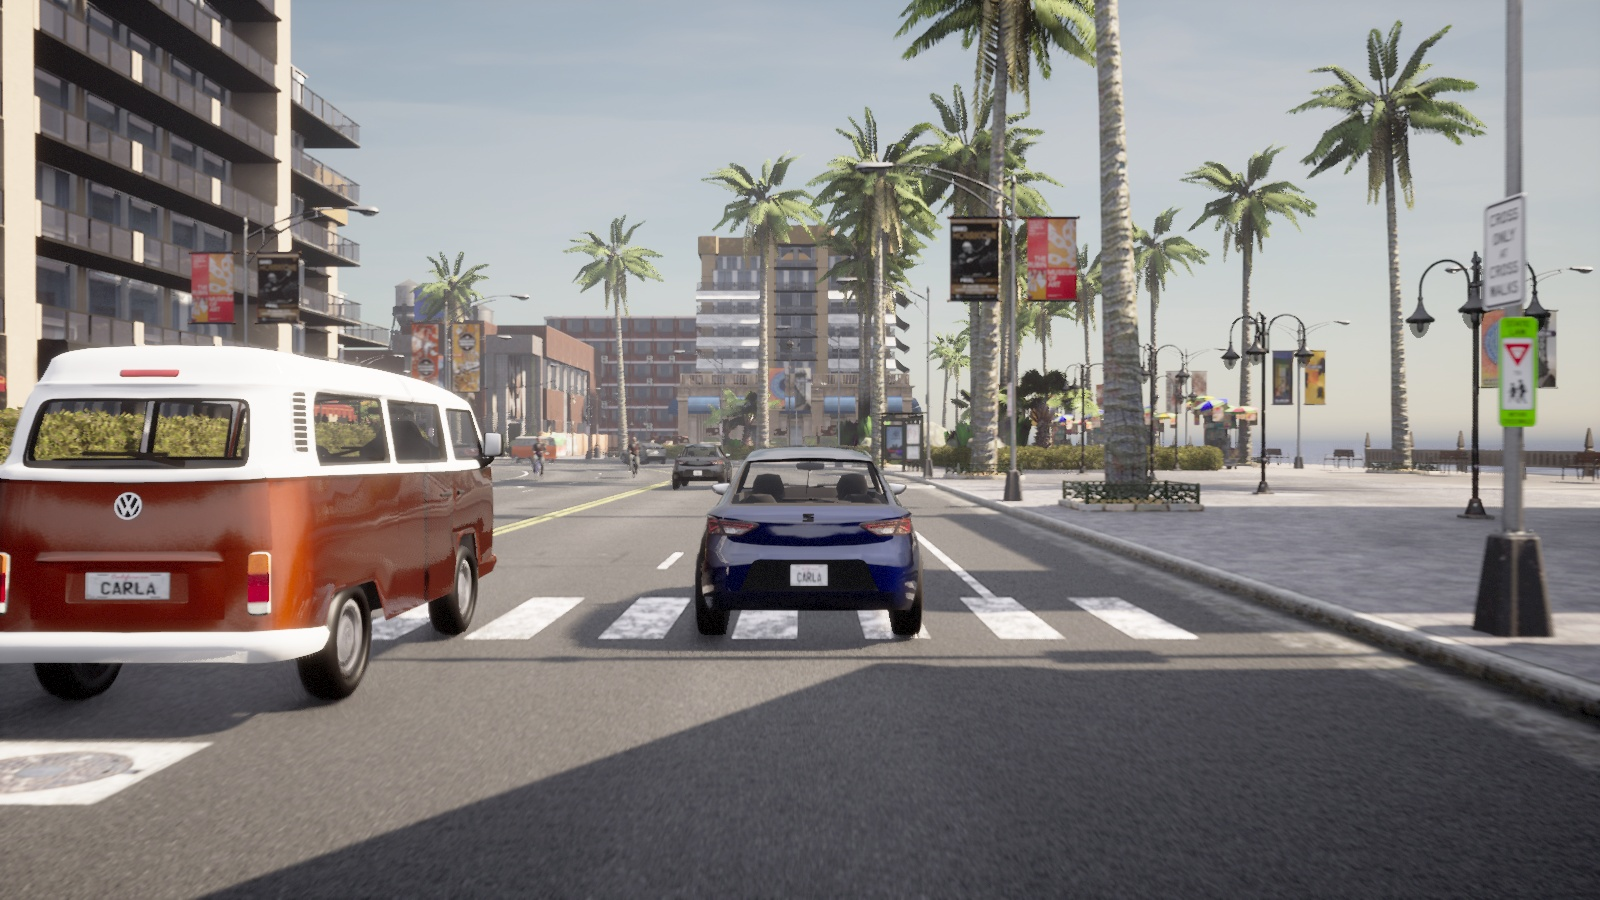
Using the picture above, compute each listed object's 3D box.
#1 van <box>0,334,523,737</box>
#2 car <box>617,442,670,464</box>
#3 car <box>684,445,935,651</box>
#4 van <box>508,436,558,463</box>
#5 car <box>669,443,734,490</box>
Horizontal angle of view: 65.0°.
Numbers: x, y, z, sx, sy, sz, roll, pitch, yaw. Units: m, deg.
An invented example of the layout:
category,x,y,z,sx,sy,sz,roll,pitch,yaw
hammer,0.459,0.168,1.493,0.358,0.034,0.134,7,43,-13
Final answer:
category,x,y,z,sx,sy,sz,roll,pitch,yaw
van,-3.436,0.419,8.599,2.069,2.038,4.480,0,0,0
car,-10.988,0.189,87.898,2.007,1.525,4.514,0,0,-30
car,0.079,0.697,11.157,1.816,1.474,4.193,0,0,0
van,-20.079,-0.048,94.307,1.775,1.987,4.442,0,0,-41
car,-3.245,0.520,42.129,1.816,1.474,4.193,0,0,0
